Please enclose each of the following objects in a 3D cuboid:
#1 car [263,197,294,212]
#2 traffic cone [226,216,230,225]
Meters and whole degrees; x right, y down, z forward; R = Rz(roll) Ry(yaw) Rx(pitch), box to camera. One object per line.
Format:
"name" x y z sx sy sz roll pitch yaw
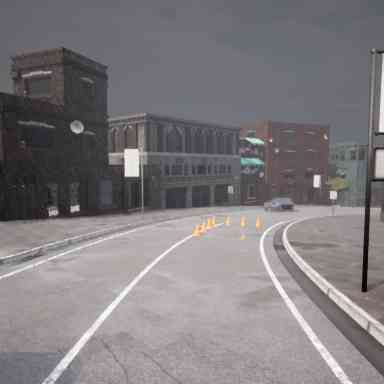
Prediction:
"car" 10.376 1.433 39.640 2.097 1.767 4.553 4 2 43
"traffic cone" 2.484 1.956 22.684 0.340 0.580 0.340 2 0 12
